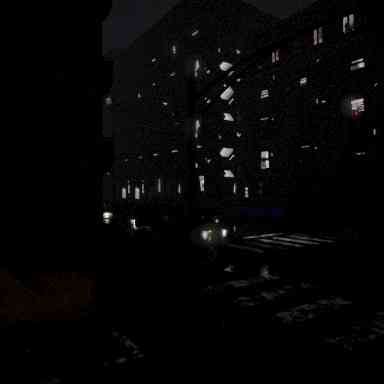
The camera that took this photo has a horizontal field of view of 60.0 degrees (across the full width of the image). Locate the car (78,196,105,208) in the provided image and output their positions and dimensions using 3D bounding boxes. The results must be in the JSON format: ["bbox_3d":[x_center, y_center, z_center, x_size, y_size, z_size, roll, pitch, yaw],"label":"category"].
[{"bbox_3d":[-14.256,1.429,47.008,2.128,1.511,4.902,-1,0,-36],"label":"car"}]

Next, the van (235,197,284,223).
[{"bbox_3d":[4.982,1.280,24.930,1.690,1.788,3.998,0,0,-36],"label":"van"}]

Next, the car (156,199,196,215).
[{"bbox_3d":[-1.755,1.450,34.242,1.752,1.417,4.829,0,0,-36],"label":"car"}]

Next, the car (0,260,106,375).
[{"bbox_3d":[-3.549,1.525,4.036,4.829,1.417,1.752,0,0,-35],"label":"car"}]

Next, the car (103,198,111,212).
[{"bbox_3d":[-11.331,1.439,37.613,1.882,1.535,5.008,-1,0,-36],"label":"car"}]

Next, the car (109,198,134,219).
[{"bbox_3d":[-5.343,1.532,29.314,1.994,1.385,4.181,-1,0,-37],"label":"car"}]

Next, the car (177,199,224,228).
[{"bbox_3d":[0.050,1.473,21.866,2.128,1.511,4.902,-1,0,-36],"label":"car"}]

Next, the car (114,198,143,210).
[{"bbox_3d":[-8.293,1.463,43.277,1.887,1.381,4.507,-1,0,-36],"label":"car"}]

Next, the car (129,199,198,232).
[{"bbox_3d":[-1.818,1.441,20.033,1.967,1.590,4.097,0,0,-36],"label":"car"}]

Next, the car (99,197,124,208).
[{"bbox_3d":[-11.611,1.463,47.864,1.887,1.381,4.507,-1,0,-36],"label":"car"}]
